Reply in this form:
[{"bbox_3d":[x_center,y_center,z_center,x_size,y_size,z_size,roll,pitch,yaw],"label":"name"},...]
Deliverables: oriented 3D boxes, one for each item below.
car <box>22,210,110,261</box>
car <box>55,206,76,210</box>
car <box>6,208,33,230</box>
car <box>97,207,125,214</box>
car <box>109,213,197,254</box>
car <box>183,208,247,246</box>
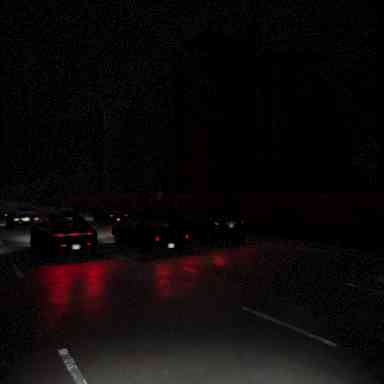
[{"bbox_3d":[-5.190,1.673,13.242,2.128,1.511,4.902,1,-1,-33],"label":"car"},{"bbox_3d":[-10.837,1.912,28.357,1.812,1.442,4.674,1,-1,-33],"label":"car"},{"bbox_3d":[-12.246,1.873,24.061,2.033,1.411,5.357,1,-1,-32],"label":"car"},{"bbox_3d":[-7.217,2.003,29.192,1.895,1.301,4.718,1,-1,-33],"label":"car"},{"bbox_3d":[-1.977,1.807,14.712,1.895,1.301,4.718,1,-1,-33],"label":"car"},{"bbox_3d":[0.677,1.593,17.068,2.097,1.767,4.553,1,-1,-33],"label":"car"}]
